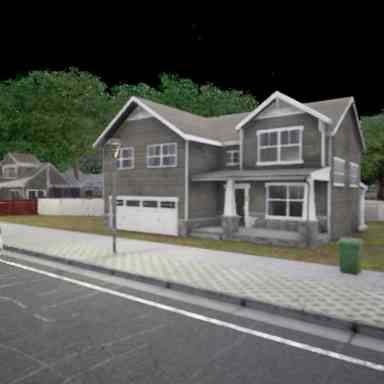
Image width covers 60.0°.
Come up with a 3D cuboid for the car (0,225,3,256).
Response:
[{"bbox_3d":[-7.786,1.190,9.956,5.566,2.045,2.150,0,0,37],"label":"car"}]
